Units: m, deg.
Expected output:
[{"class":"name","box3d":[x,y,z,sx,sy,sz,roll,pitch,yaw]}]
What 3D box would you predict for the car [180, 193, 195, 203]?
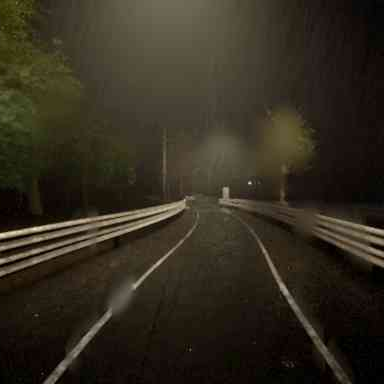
[{"class":"car","box3d":[-0.933,1.204,67.820,2.150,2.045,5.566,0,0,-13]}]
